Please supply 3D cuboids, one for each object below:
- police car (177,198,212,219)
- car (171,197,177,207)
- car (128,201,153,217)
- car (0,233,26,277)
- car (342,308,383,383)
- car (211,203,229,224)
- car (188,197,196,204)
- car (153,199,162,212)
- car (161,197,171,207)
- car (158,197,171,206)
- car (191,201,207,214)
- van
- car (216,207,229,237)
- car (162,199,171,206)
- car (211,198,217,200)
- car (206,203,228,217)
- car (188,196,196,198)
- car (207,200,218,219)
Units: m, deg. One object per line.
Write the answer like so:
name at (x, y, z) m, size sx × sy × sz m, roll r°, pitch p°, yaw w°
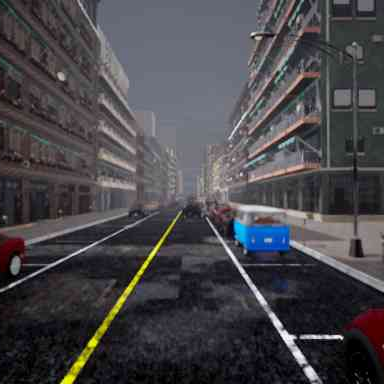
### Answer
police car at (0.367, 1.763, 32.896) m, size 1.930 × 1.638 × 5.238 m, roll -1°, pitch -1°, yaw 13°
car at (-3.068, 2.221, 64.599) m, size 1.994 × 1.385 × 4.181 m, roll 0°, pitch -1°, yaw 1°
car at (-5.713, 1.940, 36.059) m, size 1.947 × 1.339 × 4.313 m, roll 0°, pitch -1°, yaw 0°
car at (-5.694, 1.628, 7.879) m, size 1.887 × 1.381 × 4.507 m, roll 0°, pitch -1°, yaw 0°
car at (2.690, 1.465, 2.246) m, size 1.967 × 1.590 × 4.097 m, roll 0°, pitch -1°, yaw 0°
car at (2.676, 1.804, 24.790) m, size 1.887 × 1.381 × 4.507 m, roll 0°, pitch -1°, yaw 0°
car at (-0.054, 2.078, 83.907) m, size 2.097 × 1.767 × 4.553 m, roll 0°, pitch -1°, yaw 0°
car at (-5.719, 2.011, 47.162) m, size 1.752 × 1.417 × 4.829 m, roll 0°, pitch -1°, yaw 0°
car at (-5.730, 2.096, 64.243) m, size 1.967 × 1.590 × 4.097 m, roll 0°, pitch -1°, yaw 0°
car at (-5.733, 2.027, 69.880) m, size 2.192 × 1.841 × 5.009 m, roll 0°, pitch -1°, yaw 0°
car at (0.873, 1.917, 42.558) m, size 1.882 × 1.535 × 5.008 m, roll 0°, pitch -1°, yaw 0°
van at (2.683, 1.484, 13.520) m, size 1.690 × 1.788 × 3.998 m, roll 0°, pitch -1°, yaw 0°
car at (2.679, 1.767, 19.154) m, size 1.947 × 1.339 × 4.313 m, roll 0°, pitch -1°, yaw 0°
car at (-5.738, 2.349, 75.514) m, size 1.802 × 1.307 × 4.206 m, roll 0°, pitch -1°, yaw 0°
car at (2.663, 1.803, 47.337) m, size 2.192 × 1.841 × 5.009 m, roll 0°, pitch -1°, yaw 0°
car at (2.669, 1.925, 36.062) m, size 2.008 × 1.369 × 4.403 m, roll 0°, pitch -1°, yaw 0°
car at (-0.044, 1.826, 68.969) m, size 2.150 × 2.045 × 5.566 m, roll 0°, pitch -1°, yaw 0°
car at (2.672, 1.757, 30.428) m, size 1.967 × 1.590 × 4.097 m, roll 0°, pitch -1°, yaw 0°
